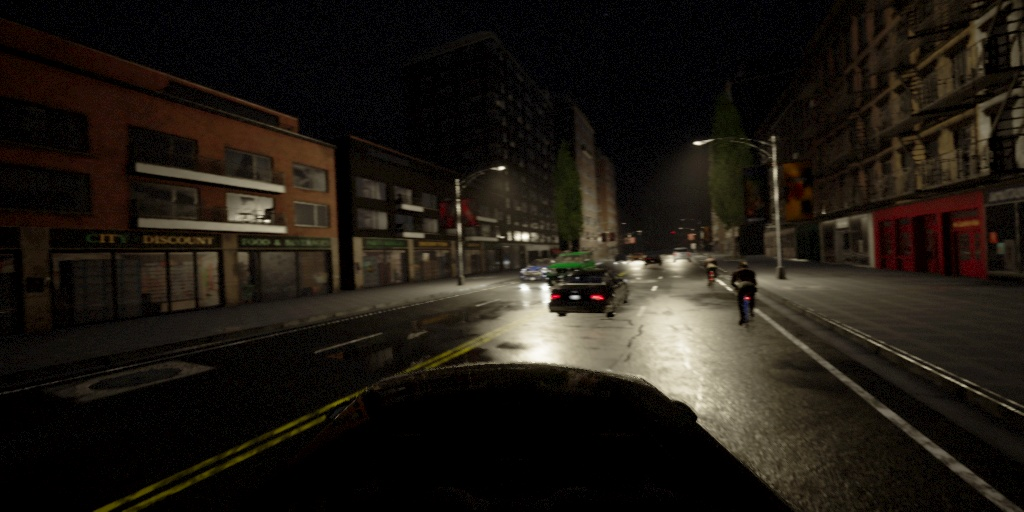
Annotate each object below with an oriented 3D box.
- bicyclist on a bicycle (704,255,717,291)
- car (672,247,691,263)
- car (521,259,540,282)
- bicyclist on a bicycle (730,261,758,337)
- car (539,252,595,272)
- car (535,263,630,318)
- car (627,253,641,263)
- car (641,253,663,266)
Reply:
[{"bbox_3d":[9.123,0.769,16.419,0.582,1.620,1.656,-3,0,25],"label":"bicyclist on a bicycle"},{"bbox_3d":[23.611,-0.156,49.867,2.150,2.045,5.566,-3,0,25],"label":"car"},{"bbox_3d":[2.353,0.992,27.375,2.097,1.767,4.553,-3,0,25],"label":"car"},{"bbox_3d":[5.357,0.948,8.241,0.582,1.620,1.656,-3,0,25],"label":"bicyclist on a bicycle"},{"bbox_3d":[3.937,0.784,23.079,2.150,2.045,5.566,-3,0,25],"label":"car"},{"bbox_3d":[2.826,1.164,12.391,2.033,1.411,5.357,-3,0,25],"label":"car"},{"bbox_3d":[20.816,0.229,59.530,1.882,1.535,5.008,-3,0,25],"label":"car"},{"bbox_3d":[17.237,0.404,43.689,1.882,1.535,5.008,-3,0,25],"label":"car"}]
